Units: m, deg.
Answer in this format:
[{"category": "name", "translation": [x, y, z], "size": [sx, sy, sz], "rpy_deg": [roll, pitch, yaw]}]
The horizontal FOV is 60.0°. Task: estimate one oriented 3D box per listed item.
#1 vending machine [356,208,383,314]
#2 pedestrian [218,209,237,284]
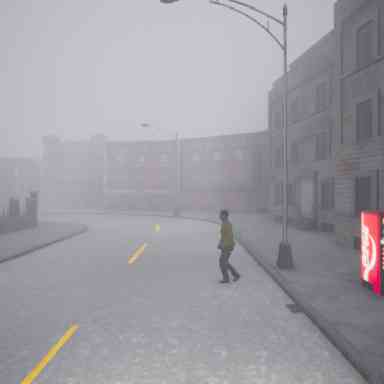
[{"category": "vending machine", "translation": [4.299, 1.414, 7.146], "size": [1.100, 2.100, 0.880], "rpy_deg": [0, 0, 0]}, {"category": "pedestrian", "translation": [0.827, 1.292, 8.090], "size": [0.375, 1.860, 0.375], "rpy_deg": [0, 0, 0]}]
